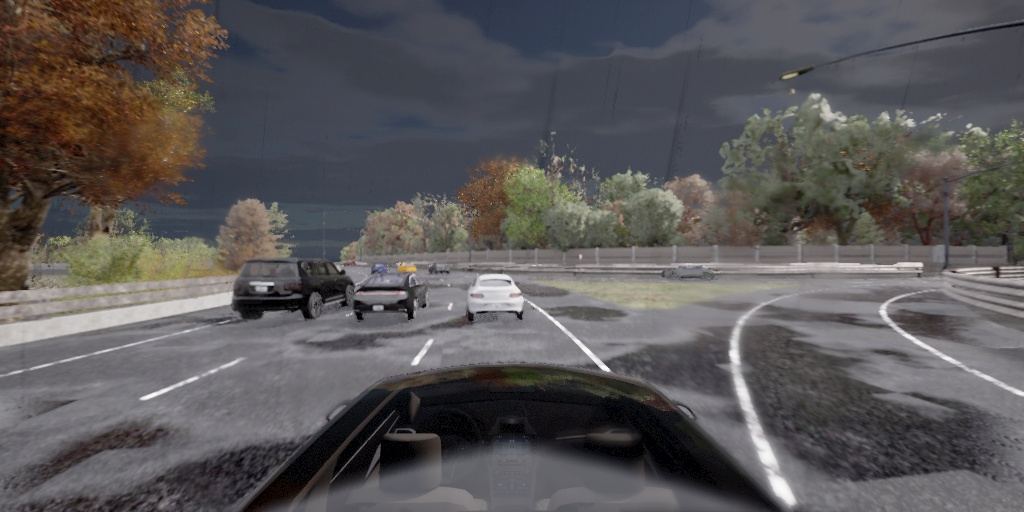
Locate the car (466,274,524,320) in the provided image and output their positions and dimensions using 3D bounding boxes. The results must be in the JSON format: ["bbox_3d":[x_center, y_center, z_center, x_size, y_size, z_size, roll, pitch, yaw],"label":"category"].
[{"bbox_3d":[-0.669,1.360,13.066,1.812,1.442,4.674,0,0,-5],"label":"car"}]

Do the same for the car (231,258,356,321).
[{"bbox_3d":[-7.686,1.093,13.274,2.150,2.045,5.566,0,0,-6],"label":"car"}]

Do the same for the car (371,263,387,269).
[{"bbox_3d":[-17.578,1.692,47.541,1.812,1.442,4.674,0,0,-25],"label":"car"}]

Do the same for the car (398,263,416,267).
[{"bbox_3d":[-14.303,1.637,48.796,1.882,1.535,5.008,0,0,-25],"label":"car"}]

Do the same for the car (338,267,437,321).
[{"bbox_3d":[-4.189,1.344,13.024,2.128,1.511,4.902,0,0,-6],"label":"car"}]

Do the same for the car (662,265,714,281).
[{"bbox_3d":[15.432,1.450,31.593,4.181,1.385,1.994,0,0,17],"label":"car"}]

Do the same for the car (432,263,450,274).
[{"bbox_3d":[-9.622,1.671,47.004,2.033,1.411,5.357,0,0,-25],"label":"car"}]
